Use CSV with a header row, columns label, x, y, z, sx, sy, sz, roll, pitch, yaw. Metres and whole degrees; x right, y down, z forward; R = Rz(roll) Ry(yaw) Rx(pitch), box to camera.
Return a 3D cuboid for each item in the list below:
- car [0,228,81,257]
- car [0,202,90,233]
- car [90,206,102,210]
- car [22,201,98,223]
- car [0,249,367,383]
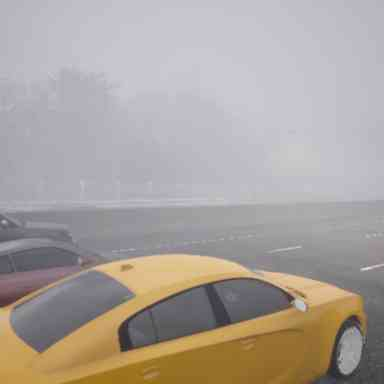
label,x,y,z,sx,sy,sz,roll,pitch,yaw
car,-2.687,1.561,6.125,4.181,1.385,1.994,0,0,-36
car,-5.721,1.222,8.265,5.566,2.045,2.150,0,0,-35
car,-6.993,1.532,20.498,5.357,1.411,2.033,0,0,-35
car,-10.470,1.531,26.614,5.357,1.411,2.033,0,0,-35
car,0.032,1.472,3.765,5.008,1.535,1.882,0,0,-35
